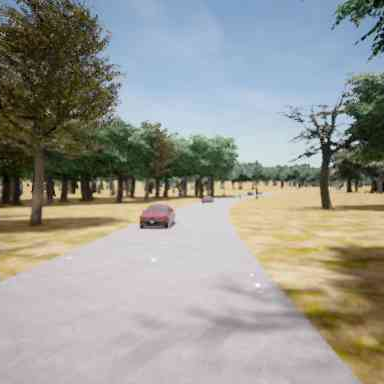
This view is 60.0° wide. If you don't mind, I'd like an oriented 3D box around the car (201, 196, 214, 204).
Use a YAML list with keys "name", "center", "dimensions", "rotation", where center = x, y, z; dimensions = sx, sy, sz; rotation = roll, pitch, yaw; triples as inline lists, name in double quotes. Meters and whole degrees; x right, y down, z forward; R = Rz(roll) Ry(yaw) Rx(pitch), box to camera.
- name: "car"
  center: [3.014, 1.417, 63.694]
  dimensions: [1.812, 1.442, 4.674]
  rotation: [1, 1, 11]

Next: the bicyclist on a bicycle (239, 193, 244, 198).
- name: "bicyclist on a bicycle"
  center: [13.029, 1.091, 90.112]
  dimensions: [0.582, 1.620, 1.656]
  rotation: [1, 1, 15]

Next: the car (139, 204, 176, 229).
- name: "car"
  center: [-2.261, 1.559, 22.689]
  dimensions: [1.882, 1.535, 5.008]
  rotation: [0, 0, 4]
